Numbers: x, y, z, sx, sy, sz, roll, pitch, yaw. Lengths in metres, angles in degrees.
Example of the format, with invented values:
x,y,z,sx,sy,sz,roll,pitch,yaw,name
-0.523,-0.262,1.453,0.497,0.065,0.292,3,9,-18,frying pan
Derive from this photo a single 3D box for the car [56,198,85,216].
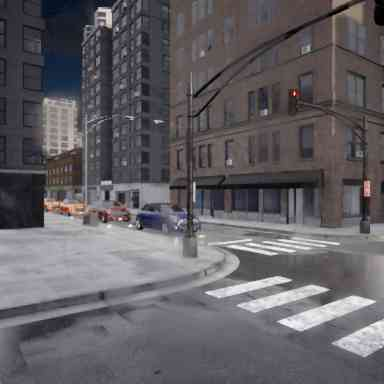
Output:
x,y,z,sx,sy,sz,roll,pitch,yaw,name
-12.260,1.502,34.640,2.097,1.767,4.553,0,0,-35,car

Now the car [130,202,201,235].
x,y,z,sx,sy,sz,roll,pitch,yaw,name
-1.470,1.420,19.482,2.097,1.767,4.553,0,0,-38,car

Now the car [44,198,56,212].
x,y,z,sx,sy,sz,roll,pitch,yaw,name
-17.866,1.543,42.521,2.097,1.767,4.553,0,0,-35,car

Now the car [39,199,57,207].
x,y,z,sx,sy,sz,roll,pitch,yaw,name
-24.768,1.864,57.201,1.895,1.301,4.718,0,0,-35,car

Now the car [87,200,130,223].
x,y,z,sx,sy,sz,roll,pitch,yaw,name
-6.665,1.460,26.768,2.097,1.767,4.553,0,0,-35,car
